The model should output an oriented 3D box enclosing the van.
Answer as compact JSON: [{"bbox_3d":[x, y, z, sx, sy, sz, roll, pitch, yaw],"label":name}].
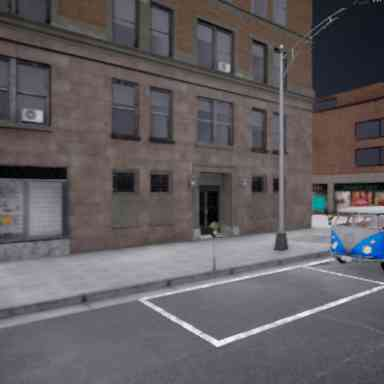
[{"bbox_3d":[6.027,1.338,10.516,3.998,1.788,1.690,0,0,-36],"label":"van"}]
